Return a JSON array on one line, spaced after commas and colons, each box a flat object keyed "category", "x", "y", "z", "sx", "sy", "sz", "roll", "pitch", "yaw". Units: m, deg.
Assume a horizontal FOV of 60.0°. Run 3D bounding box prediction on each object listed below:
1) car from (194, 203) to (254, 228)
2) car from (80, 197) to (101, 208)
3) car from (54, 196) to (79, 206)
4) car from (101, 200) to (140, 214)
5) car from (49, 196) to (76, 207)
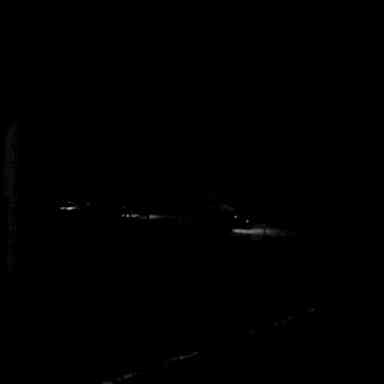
[{"category": "car", "x": 1.953, "y": 1.482, "z": 21.987, "sx": 1.812, "sy": 1.442, "sz": 4.674, "roll": 1, "pitch": -1, "yaw": -37}, {"category": "car", "x": -14.040, "y": 1.491, "z": 46.997, "sx": 1.812, "sy": 1.442, "sz": 4.674, "roll": 1, "pitch": -1, "yaw": -40}, {"category": "car", "x": -20.718, "y": 1.448, "z": 54.810, "sx": 2.128, "sy": 1.511, "sz": 4.902, "roll": 1, "pitch": -1, "yaw": -41}, {"category": "car", "x": -7.215, "y": 1.539, "z": 33.975, "sx": 1.895, "sy": 1.301, "sz": 4.718, "roll": 1, "pitch": -1, "yaw": -38}, {"category": "car", "x": -19.543, "y": 1.417, "z": 49.222, "sx": 2.128, "sy": 1.511, "sz": 4.902, "roll": 1, "pitch": -1, "yaw": -40}]
